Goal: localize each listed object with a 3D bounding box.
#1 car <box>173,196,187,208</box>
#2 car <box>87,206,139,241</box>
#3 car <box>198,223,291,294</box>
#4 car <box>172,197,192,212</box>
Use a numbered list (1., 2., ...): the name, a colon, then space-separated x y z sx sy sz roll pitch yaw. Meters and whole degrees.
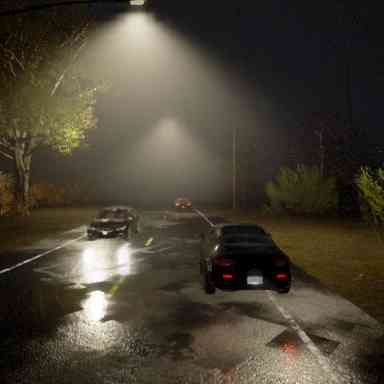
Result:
1. car: -1.725 1.419 47.694 1.837 1.490 4.892 0 0 -4
2. car: -3.748 1.491 16.509 1.837 1.490 4.892 0 0 -2
3. car: 1.174 1.521 8.653 1.812 1.442 4.674 0 0 -1
4. car: -1.031 1.466 37.514 1.812 1.442 4.674 0 0 -3
